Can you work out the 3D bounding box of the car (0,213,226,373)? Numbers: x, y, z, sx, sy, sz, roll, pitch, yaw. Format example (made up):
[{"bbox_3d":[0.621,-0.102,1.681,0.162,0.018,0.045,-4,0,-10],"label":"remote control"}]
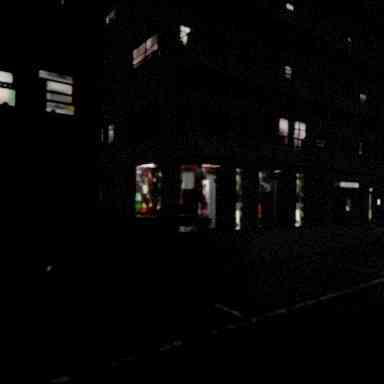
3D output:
[{"bbox_3d":[-1.699,1.320,5.328,5.009,1.841,2.192,0,1,-36],"label":"car"}]
